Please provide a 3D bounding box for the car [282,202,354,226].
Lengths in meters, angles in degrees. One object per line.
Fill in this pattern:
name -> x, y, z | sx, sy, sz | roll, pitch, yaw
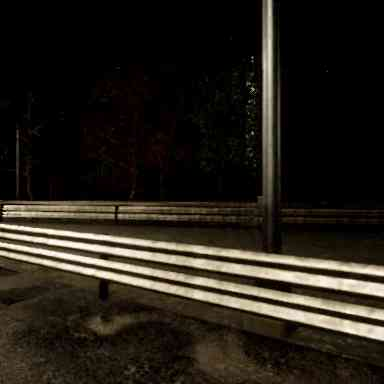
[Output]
car -> 9.078, 1.522, 24.193 | 4.856, 1.649, 2.033 | 0, 0, 16
